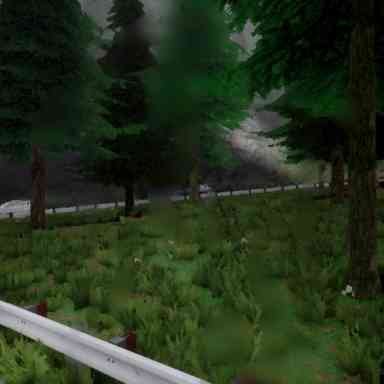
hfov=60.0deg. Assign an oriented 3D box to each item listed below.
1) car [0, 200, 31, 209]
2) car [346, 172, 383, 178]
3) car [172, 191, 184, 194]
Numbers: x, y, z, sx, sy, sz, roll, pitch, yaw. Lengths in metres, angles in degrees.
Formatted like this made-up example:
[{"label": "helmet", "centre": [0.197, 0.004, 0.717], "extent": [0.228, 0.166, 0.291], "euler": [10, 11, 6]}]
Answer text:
[{"label": "car", "centre": [-15.080, 1.445, 28.153], "extent": [4.674, 1.442, 1.812], "euler": [-5, 3, -35]}, {"label": "car", "centre": [17.519, -1.456, 32.669], "extent": [4.553, 1.767, 2.097], "euler": [-5, -2, 18]}, {"label": "car", "centre": [-0.020, -0.045, 36.303], "extent": [4.553, 1.767, 2.097], "euler": [-4, 1, -15]}]
